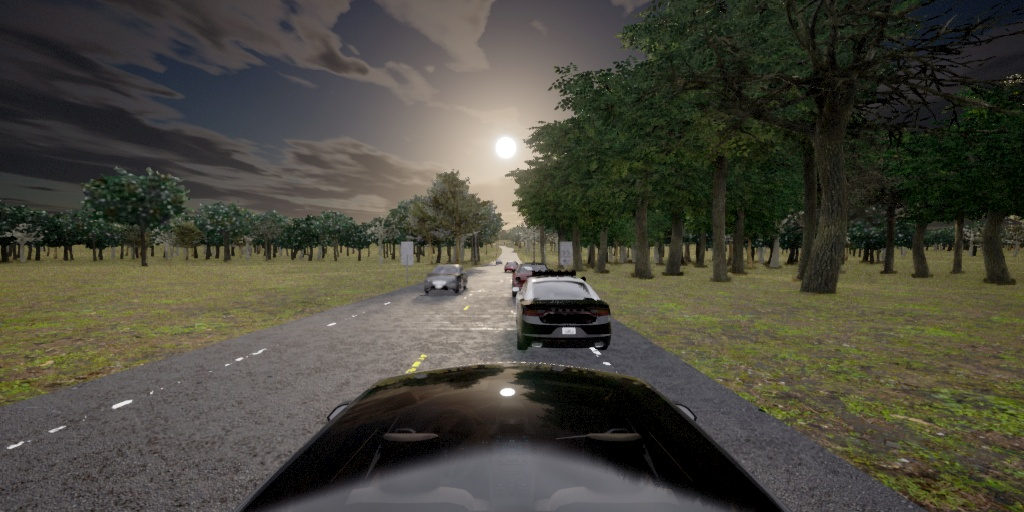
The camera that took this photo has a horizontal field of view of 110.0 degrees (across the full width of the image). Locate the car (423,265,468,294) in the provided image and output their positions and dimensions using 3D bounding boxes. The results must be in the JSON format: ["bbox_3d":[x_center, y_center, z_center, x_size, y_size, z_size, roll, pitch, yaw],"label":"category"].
[{"bbox_3d":[-3.605,1.244,20.174,2.128,1.511,4.902,0,0,0],"label":"car"}]

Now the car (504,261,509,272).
[{"bbox_3d":[0.019,1.370,46.848,1.994,1.385,4.181,0,0,0],"label":"car"}]

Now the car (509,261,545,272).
[{"bbox_3d":[1.044,1.102,19.040,2.097,1.767,4.553,0,0,0],"label":"car"}]

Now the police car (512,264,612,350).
[{"bbox_3d":[1.047,1.173,9.175,1.930,1.638,5.238,0,0,0],"label":"police car"}]
